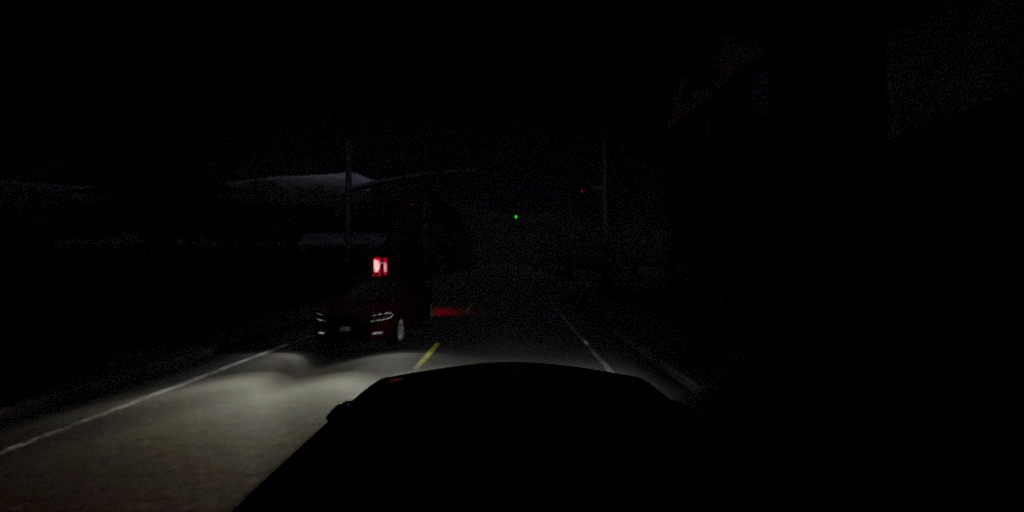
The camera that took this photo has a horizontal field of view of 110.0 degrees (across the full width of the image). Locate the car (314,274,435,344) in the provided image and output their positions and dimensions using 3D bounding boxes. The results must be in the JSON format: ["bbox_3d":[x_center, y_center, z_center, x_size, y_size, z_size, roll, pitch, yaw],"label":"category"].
[{"bbox_3d":[-3.537,1.313,10.133,1.882,1.535,5.008,0,-1,1],"label":"car"}]
